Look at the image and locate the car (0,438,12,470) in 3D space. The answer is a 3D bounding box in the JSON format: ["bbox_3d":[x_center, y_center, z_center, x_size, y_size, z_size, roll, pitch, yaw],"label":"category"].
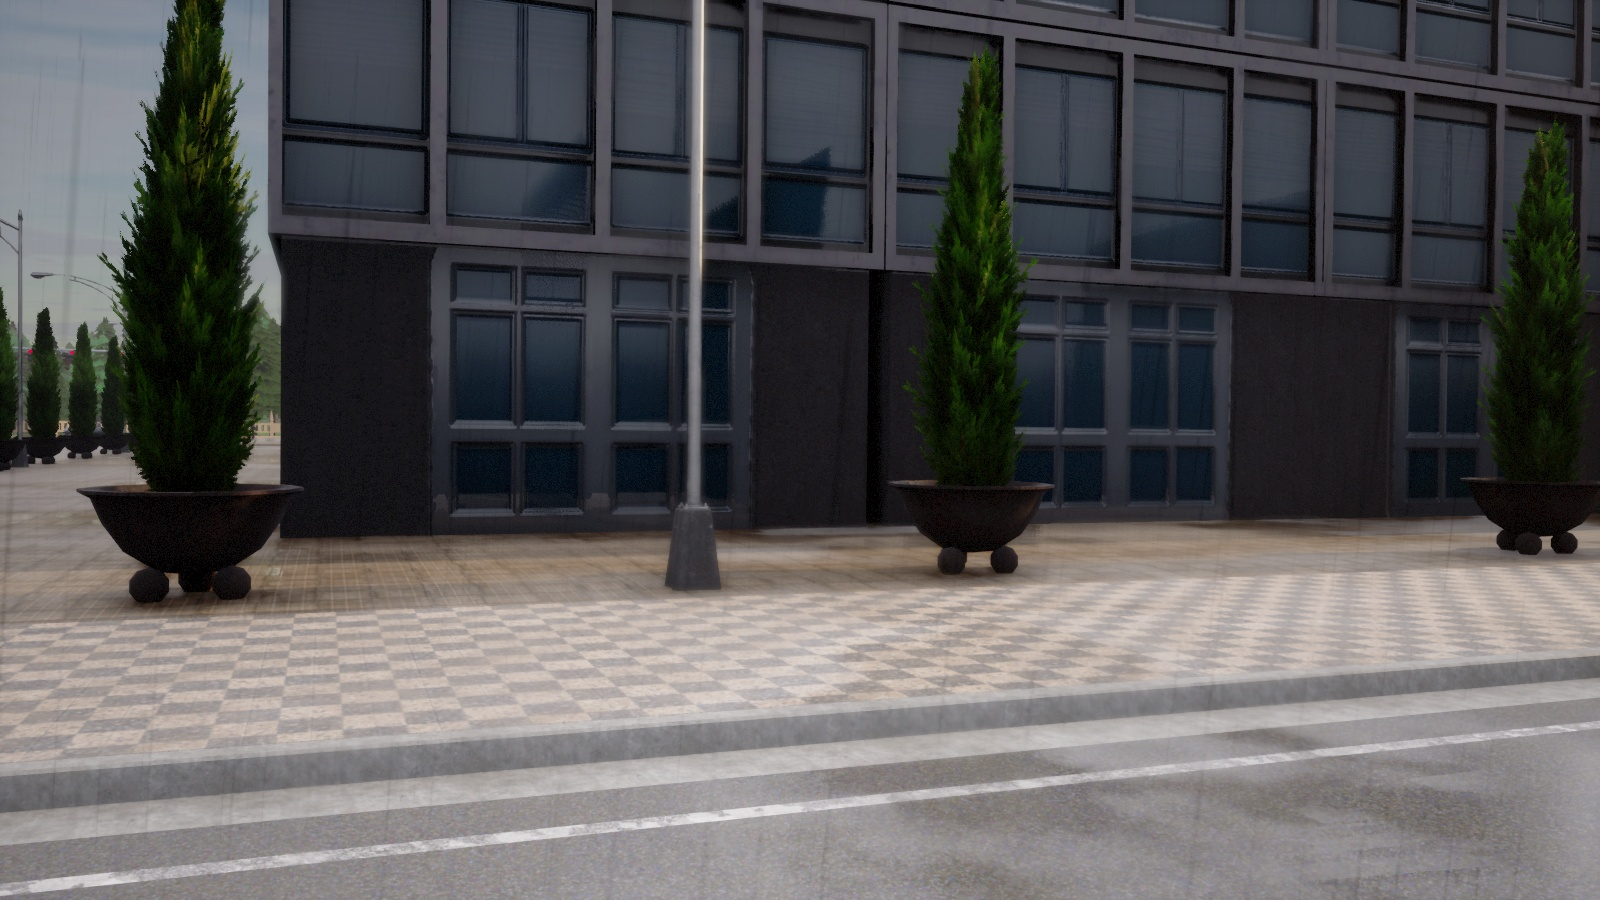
[{"bbox_3d":[-38.497,0.209,58.691,1.837,1.490,4.892,-1,1,-20],"label":"car"}]
